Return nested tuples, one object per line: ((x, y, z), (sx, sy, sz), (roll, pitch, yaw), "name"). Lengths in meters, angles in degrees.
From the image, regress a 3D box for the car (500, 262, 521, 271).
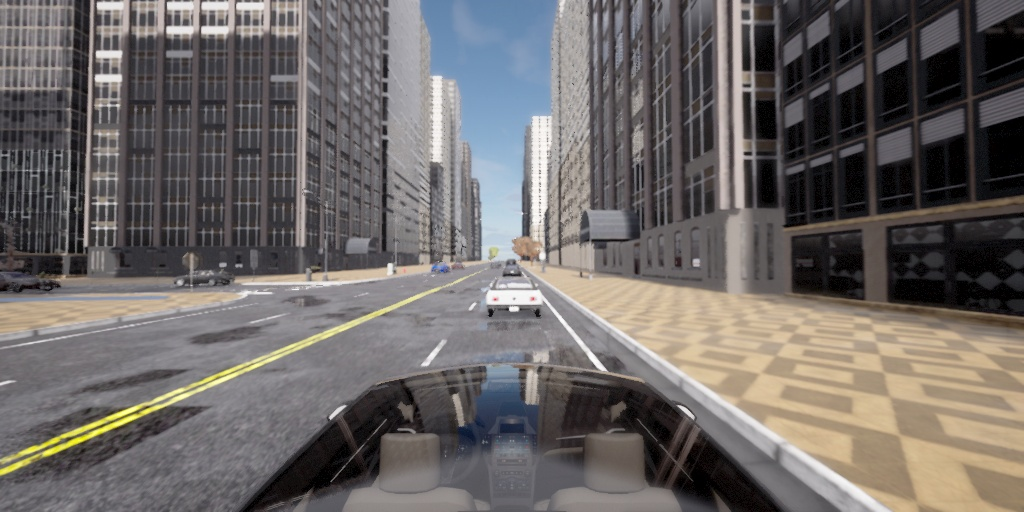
((0.030, 1.610, 38.801), (1.994, 1.385, 4.181), (0, 0, 0), "car")

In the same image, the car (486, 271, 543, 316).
((0.073, 1.448, 13.855), (1.895, 1.301, 4.718), (0, 0, 0), "car")

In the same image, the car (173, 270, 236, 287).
((-25.714, 1.829, 30.014), (4.403, 1.370, 2.007), (0, 0, -1), "car")

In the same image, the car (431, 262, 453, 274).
((-9.915, 1.621, 49.683), (1.882, 1.535, 5.008), (0, 0, 0), "car")

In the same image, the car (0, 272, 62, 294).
((-33.788, 1.771, 23.999), (5.357, 1.411, 2.033), (-1, -1, -1), "car")
